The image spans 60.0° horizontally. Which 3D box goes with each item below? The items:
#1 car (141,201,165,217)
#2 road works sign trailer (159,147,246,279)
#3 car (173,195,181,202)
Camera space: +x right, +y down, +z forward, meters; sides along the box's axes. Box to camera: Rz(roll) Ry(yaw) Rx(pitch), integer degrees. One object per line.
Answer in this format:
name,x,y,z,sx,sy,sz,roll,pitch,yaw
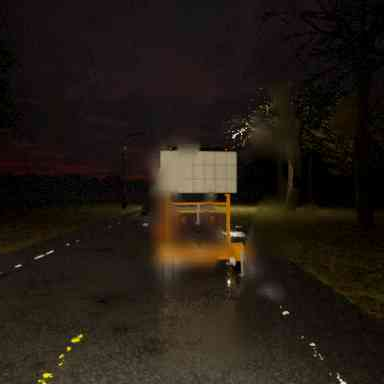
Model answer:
car,-3.657,1.555,32.022,2.033,1.411,5.357,0,0,0
road works sign trailer,0.177,0.461,10.120,2.380,3.560,2.880,0,0,-8
car,-3.647,1.593,82.096,1.882,1.535,5.008,0,0,0
